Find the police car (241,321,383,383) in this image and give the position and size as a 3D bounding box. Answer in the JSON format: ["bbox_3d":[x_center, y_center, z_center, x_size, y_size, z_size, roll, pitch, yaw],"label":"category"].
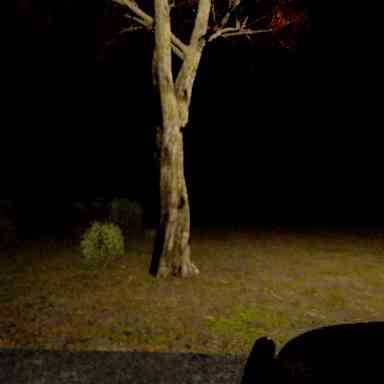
[{"bbox_3d":[2.993,1.420,2.319,5.238,1.638,1.930,0,0,4],"label":"police car"}]
